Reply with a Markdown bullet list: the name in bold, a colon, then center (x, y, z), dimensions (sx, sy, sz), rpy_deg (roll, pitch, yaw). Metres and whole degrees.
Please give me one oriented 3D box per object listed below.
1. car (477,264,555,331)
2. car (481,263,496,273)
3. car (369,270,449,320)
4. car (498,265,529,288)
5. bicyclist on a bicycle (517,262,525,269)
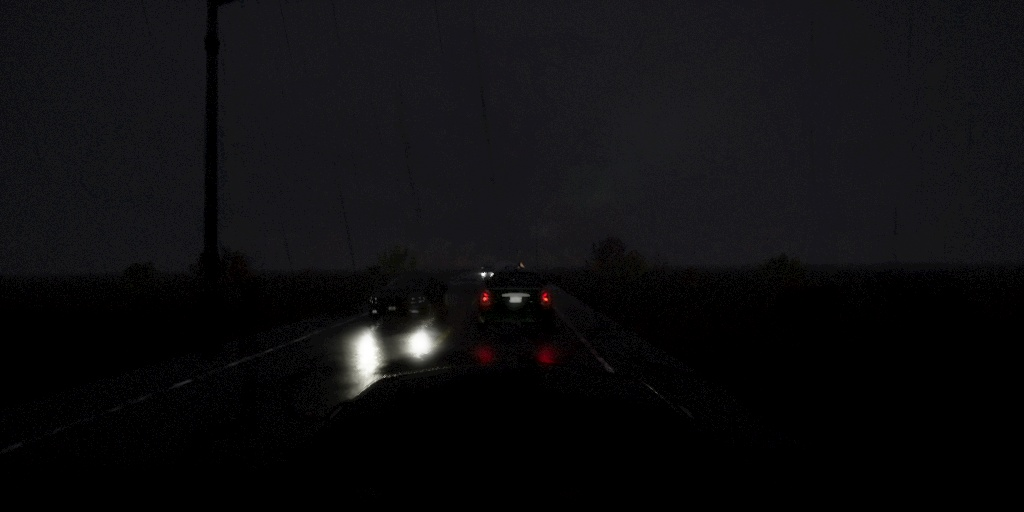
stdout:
- **car**: center (0.105, 1.181, 11.460), dimensions (2.097, 1.767, 4.553), rpy_deg (0, -1, 0)
- **car**: center (-3.557, 1.790, 54.324), dimensions (1.895, 1.301, 4.718), rpy_deg (0, 0, 0)
- **car**: center (-3.593, 1.322, 13.277), dimensions (1.882, 1.535, 5.008), rpy_deg (0, 0, 0)
- **car**: center (0.114, 1.449, 26.805), dimensions (2.128, 1.511, 4.902), rpy_deg (0, 0, 0)
- **bicyclist on a bicycle**: center (0.977, 1.487, 37.921), dimensions (0.866, 1.612, 1.509), rpy_deg (0, -1, 0)
